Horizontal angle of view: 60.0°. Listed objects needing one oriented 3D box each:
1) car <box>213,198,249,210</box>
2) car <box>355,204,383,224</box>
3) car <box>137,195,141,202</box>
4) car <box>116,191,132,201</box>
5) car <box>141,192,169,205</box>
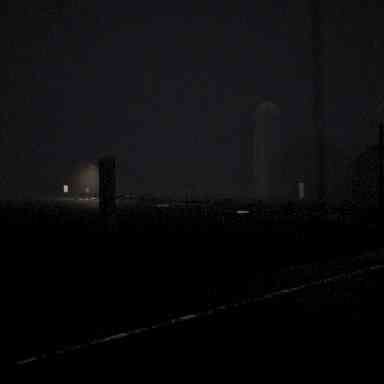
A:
[{"bbox_3d":[4.218,1.319,36.452,1.994,1.385,4.181,-1,1,-36],"label":"car"},{"bbox_3d":[13.026,1.478,21.510,2.033,1.411,5.357,0,1,-14],"label":"car"},{"bbox_3d":[-7.829,0.850,58.073,2.097,1.767,4.553,-1,1,-35],"label":"car"},{"bbox_3d":[-13.611,0.753,66.016,2.097,1.767,4.553,-1,1,-36],"label":"car"},{"bbox_3d":[-5.304,1.127,49.669,1.812,1.442,4.674,-1,1,-36],"label":"car"}]
